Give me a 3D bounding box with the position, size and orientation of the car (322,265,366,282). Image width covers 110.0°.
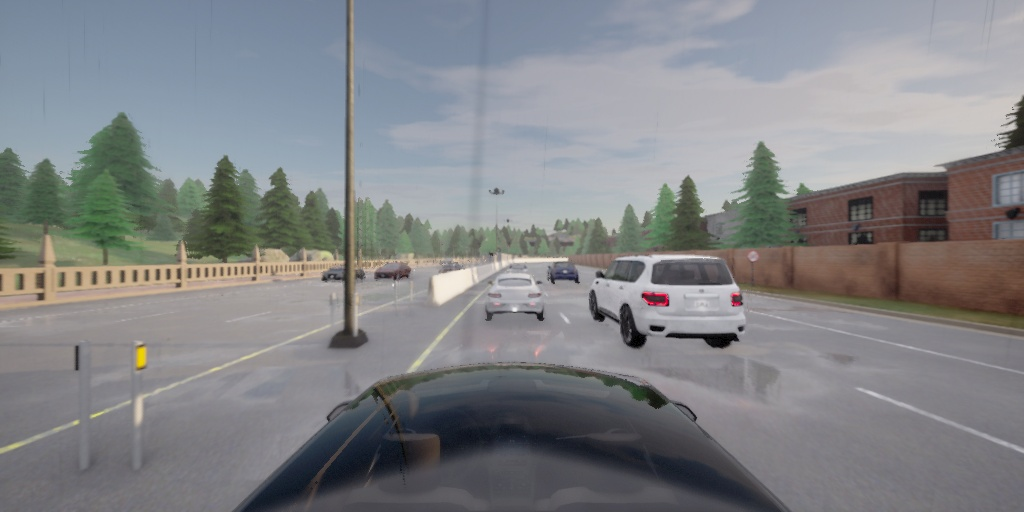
[{"bbox_3d":[-13.724,1.394,29.422,1.994,1.385,4.181,0,0,2],"label":"car"}]

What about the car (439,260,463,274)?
[{"bbox_3d":[-6.449,1.412,38.631,1.994,1.385,4.181,0,0,2],"label":"car"}]

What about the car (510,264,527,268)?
[{"bbox_3d":[0.610,1.432,34.048,1.895,1.301,4.718,0,0,2],"label":"car"}]

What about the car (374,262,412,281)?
[{"bbox_3d":[-10.177,1.309,31.012,1.882,1.535,5.008,0,0,2],"label":"car"}]

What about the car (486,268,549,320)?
[{"bbox_3d":[0.102,1.303,12.680,1.812,1.442,4.674,0,0,1],"label":"car"}]

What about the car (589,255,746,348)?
[{"bbox_3d":[3.599,0.990,9.458,2.150,2.045,5.566,0,0,0],"label":"car"}]

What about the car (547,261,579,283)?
[{"bbox_3d":[3.954,1.165,28.364,2.097,1.767,4.553,0,0,2],"label":"car"}]
